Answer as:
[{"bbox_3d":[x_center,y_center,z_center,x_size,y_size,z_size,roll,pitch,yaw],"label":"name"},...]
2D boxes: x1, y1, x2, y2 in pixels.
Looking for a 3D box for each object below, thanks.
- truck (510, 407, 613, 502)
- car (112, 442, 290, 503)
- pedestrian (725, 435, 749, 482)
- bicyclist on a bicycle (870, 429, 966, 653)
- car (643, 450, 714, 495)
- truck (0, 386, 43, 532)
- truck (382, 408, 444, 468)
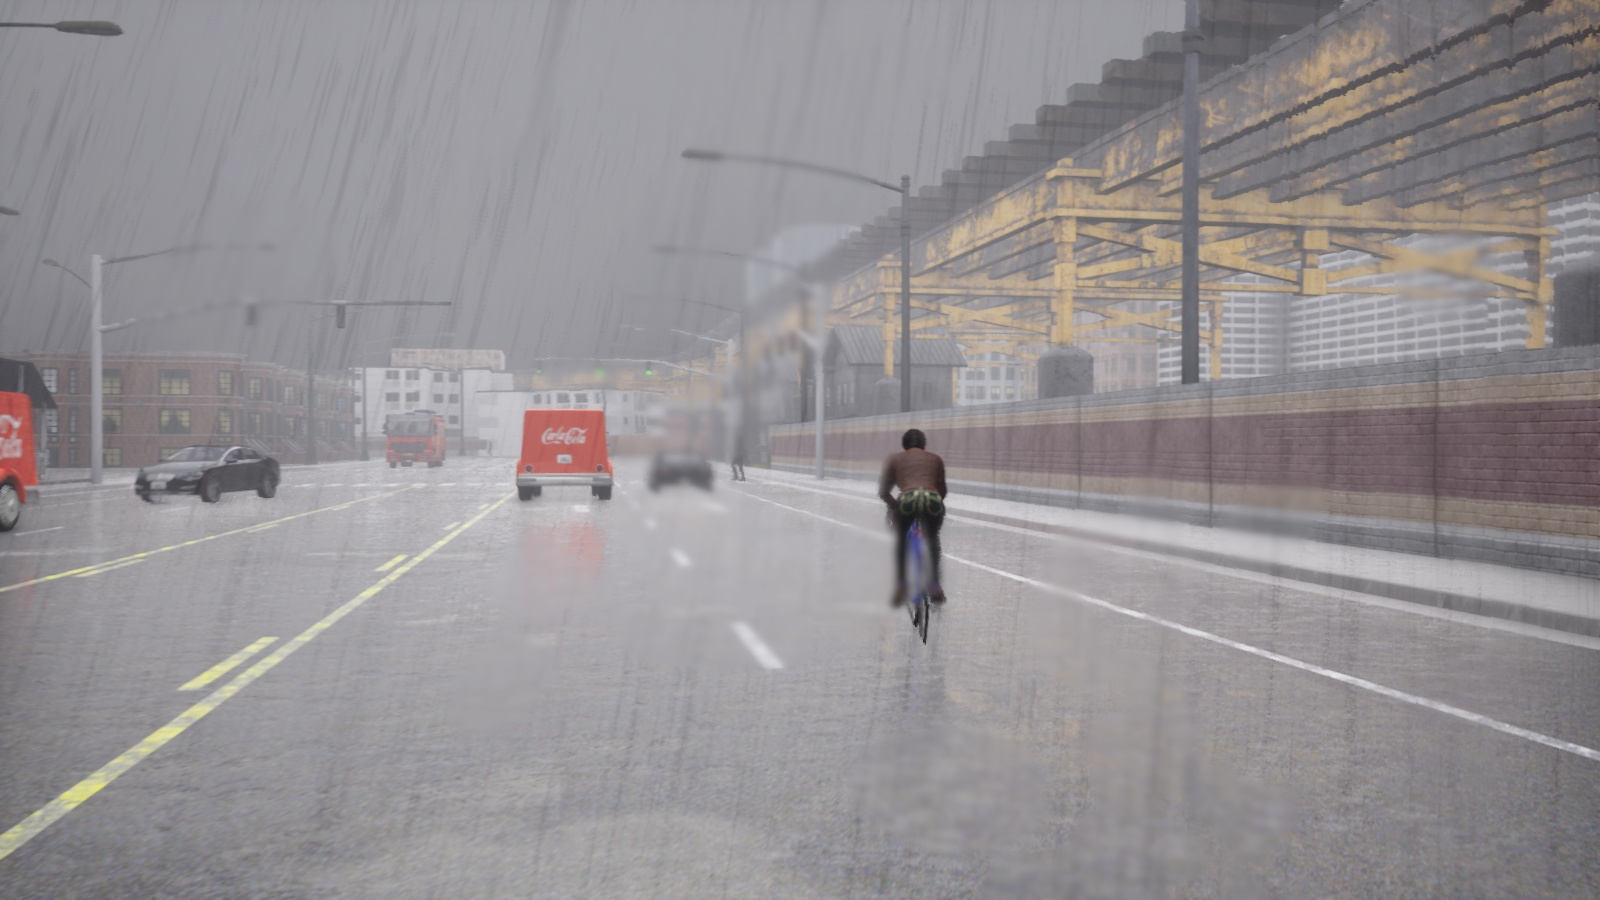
[{"bbox_3d":[-6.667,0.106,35.372,2.627,2.467,5.204,0,0,-10],"label":"truck"},{"bbox_3d":[-15.800,0.546,33.467,2.128,1.511,4.902,0,0,4],"label":"car"},{"bbox_3d":[-2.438,0.330,48.365,0.869,1.805,0.328,0,0,27],"label":"pedestrian"},{"bbox_3d":[0.905,0.660,9.932,0.582,1.620,1.656,-1,0,0],"label":"bicyclist on a bicycle"},{"bbox_3d":[-3.927,0.678,40.035,1.895,1.301,4.718,0,0,-10],"label":"car"},{"bbox_3d":[-14.671,0.159,20.125,2.627,2.467,5.204,0,0,-10],"label":"truck"},{"bbox_3d":[-25.782,-0.795,83.948,2.891,3.827,8.468,0,0,-10],"label":"truck"}]
